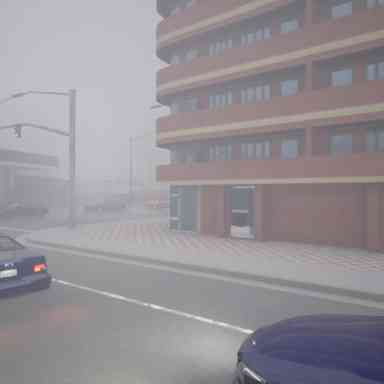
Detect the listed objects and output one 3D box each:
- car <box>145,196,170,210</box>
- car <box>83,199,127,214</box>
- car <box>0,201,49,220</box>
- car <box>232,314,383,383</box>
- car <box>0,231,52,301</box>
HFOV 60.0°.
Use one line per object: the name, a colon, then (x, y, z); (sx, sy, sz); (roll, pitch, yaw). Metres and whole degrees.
car: (-4.063, 1.387, 43.244); (2.097, 1.767, 4.553); (0, 0, 34)
car: (-9.250, 1.493, 35.629); (1.882, 1.535, 5.008); (0, 0, 34)
car: (-14.438, 1.521, 27.985); (1.812, 1.442, 4.674); (0, 0, 34)
car: (2.513, 1.536, 2.201); (4.674, 1.442, 1.812); (0, 0, 35)
car: (-5.342, 1.545, 7.693); (5.357, 1.411, 2.033); (0, 0, 38)
